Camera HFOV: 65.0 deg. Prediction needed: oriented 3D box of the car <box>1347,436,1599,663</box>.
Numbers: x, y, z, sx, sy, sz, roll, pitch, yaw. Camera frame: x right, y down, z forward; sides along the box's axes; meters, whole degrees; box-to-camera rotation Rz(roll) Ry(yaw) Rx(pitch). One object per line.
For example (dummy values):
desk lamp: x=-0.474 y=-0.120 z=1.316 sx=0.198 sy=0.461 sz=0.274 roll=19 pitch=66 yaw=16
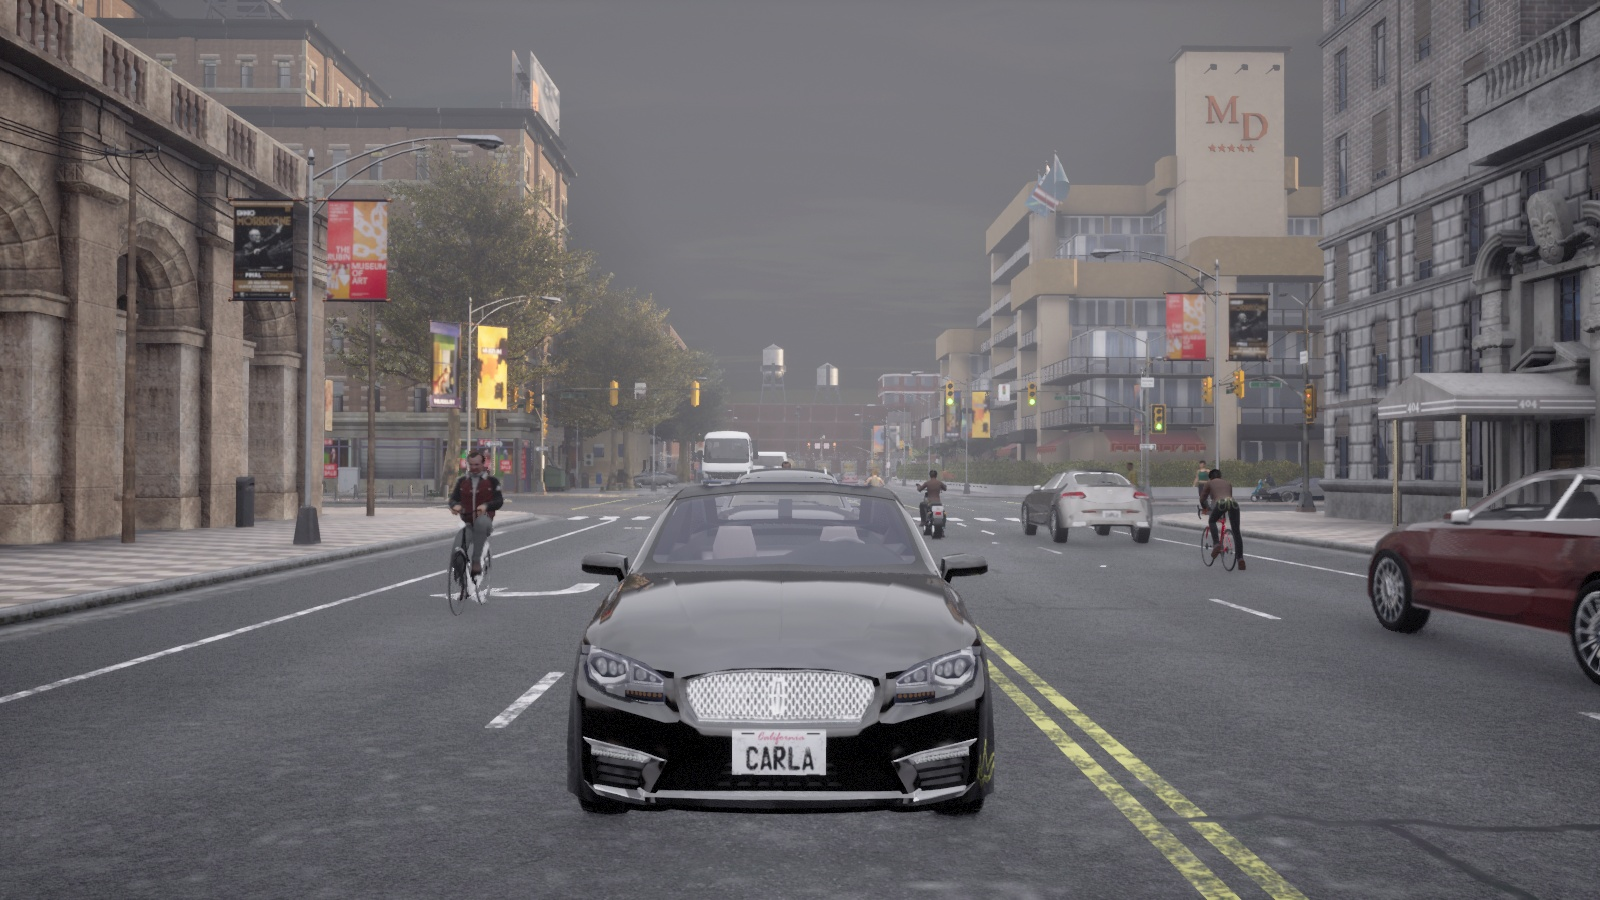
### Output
car: x=6.883 y=0.746 z=10.760 sx=2.152 sy=1.651 sz=5.027 roll=0 pitch=-1 yaw=0

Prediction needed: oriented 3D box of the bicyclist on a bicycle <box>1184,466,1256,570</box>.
bicyclist on a bicycle: x=6.803 y=1.082 z=20.401 sx=0.582 sy=1.620 sz=1.656 roll=0 pitch=-1 yaw=-1

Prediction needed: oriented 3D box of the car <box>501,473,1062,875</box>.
car: x=-0.075 y=0.892 z=7.228 sx=2.128 sy=1.511 sz=4.902 roll=0 pitch=-1 yaw=0

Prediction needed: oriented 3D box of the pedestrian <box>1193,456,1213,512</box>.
pedestrian: x=13.373 y=1.115 z=41.638 sx=0.594 sy=1.836 sz=0.345 roll=1 pitch=-1 yaw=-39

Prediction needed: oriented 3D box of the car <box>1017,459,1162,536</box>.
car: x=6.655 y=1.061 z=29.492 sx=2.152 sy=1.651 sz=5.027 roll=0 pitch=-1 yaw=-1

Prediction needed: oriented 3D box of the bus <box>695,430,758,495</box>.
bus: x=-4.931 y=0.914 z=86.961 sx=3.944 sy=4.253 sz=10.273 roll=0 pitch=-1 yaw=-1

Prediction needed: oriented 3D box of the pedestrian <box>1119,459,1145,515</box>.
pedestrian: x=10.858 y=1.208 z=41.109 sx=0.709 sy=1.840 sz=0.431 roll=0 pitch=-1 yaw=-2

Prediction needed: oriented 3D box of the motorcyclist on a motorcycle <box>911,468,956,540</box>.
motorcyclist on a motorcycle: x=3.150 y=1.252 z=29.835 sx=0.766 sy=1.649 sz=2.350 roll=0 pitch=-1 yaw=-1

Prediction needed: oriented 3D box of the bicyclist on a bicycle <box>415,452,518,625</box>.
bicyclist on a bicycle: x=-3.643 y=0.932 z=13.865 sx=0.659 sy=1.776 sz=1.843 roll=0 pitch=-1 yaw=0

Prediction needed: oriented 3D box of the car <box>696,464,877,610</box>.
car: x=-0.165 y=1.024 z=16.622 sx=2.033 sy=1.649 sz=4.856 roll=0 pitch=-1 yaw=0

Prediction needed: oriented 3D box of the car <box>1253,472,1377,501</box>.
car: x=25.783 y=1.814 z=63.007 sx=5.357 sy=1.411 sz=2.033 roll=0 pitch=-1 yaw=-1
